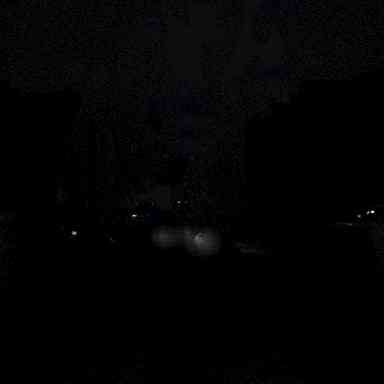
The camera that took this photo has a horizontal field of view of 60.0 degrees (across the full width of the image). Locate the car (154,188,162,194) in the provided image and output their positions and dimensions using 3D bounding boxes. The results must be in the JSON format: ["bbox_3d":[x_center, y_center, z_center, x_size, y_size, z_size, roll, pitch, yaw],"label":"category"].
[{"bbox_3d":[-9.078,-0.232,89.428,1.752,1.417,4.829,1,1,-3],"label":"car"}]

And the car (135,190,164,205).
[{"bbox_3d":[-3.925,0.890,30.122,1.882,1.535,5.008,0,1,0],"label":"car"}]

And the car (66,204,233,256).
[{"bbox_3d":[-1.361,1.282,11.333,5.357,1.411,2.033,-1,0,-3],"label":"car"}]

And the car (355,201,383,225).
[{"bbox_3d":[11.673,1.012,18.703,4.674,1.442,1.812,-1,0,-3],"label":"car"}]

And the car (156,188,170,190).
[{"bbox_3d":[-4.740,0.505,51.301,1.812,1.442,4.674,0,1,-2],"label":"car"}]

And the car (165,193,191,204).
[{"bbox_3d":[-1.151,0.903,31.918,2.033,1.411,5.357,0,1,0],"label":"car"}]

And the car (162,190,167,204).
[{"bbox_3d":[-4.277,0.771,40.077,1.994,1.385,4.181,0,1,-3],"label":"car"}]
